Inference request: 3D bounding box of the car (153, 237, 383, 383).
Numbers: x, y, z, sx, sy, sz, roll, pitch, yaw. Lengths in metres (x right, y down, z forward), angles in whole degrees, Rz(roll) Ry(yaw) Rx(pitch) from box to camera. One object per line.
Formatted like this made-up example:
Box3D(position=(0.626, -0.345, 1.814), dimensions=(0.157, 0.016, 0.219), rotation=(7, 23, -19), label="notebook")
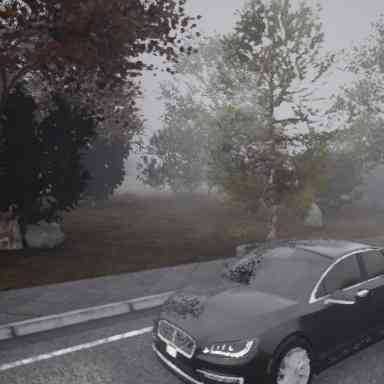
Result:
Box3D(position=(1.763, 1.523, 5.073), dimensions=(4.892, 1.490, 1.837), rotation=(0, 0, -35), label="car")
